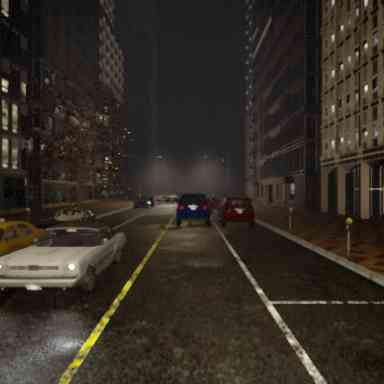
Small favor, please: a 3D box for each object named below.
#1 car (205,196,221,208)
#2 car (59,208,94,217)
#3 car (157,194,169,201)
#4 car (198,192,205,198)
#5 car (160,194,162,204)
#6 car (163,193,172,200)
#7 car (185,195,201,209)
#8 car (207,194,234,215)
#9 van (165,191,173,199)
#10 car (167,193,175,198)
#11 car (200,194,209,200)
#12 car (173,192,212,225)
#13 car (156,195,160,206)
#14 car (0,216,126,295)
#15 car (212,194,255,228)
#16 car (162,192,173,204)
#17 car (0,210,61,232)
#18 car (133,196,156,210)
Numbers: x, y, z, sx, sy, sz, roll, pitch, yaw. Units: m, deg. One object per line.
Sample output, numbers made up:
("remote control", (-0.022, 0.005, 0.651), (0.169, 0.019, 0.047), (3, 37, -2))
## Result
("car", (2.697, 1.234, 44.009), (1.752, 1.417, 4.829), (0, 0, 0))
("car", (-5.686, 1.452, 15.391), (2.008, 1.369, 4.403), (0, 0, 0))
("car", (-5.682, 1.098, 66.621), (2.008, 1.369, 4.403), (0, 0, 0))
("car", (2.701, 0.774, 95.065), (1.967, 1.590, 4.097), (0, 0, 0))
("car", (-5.683, 1.212, 55.235), (1.802, 1.307, 4.206), (0, 0, 0))
("car", (-5.681, 1.008, 78.005), (1.887, 1.381, 4.507), (0, 0, 0))
("car", (0.104, 1.234, 41.271), (1.837, 1.490, 4.892), (0, 1, 0))
("car", (2.697, 1.104, 32.454), (2.192, 1.841, 5.009), (0, 0, 0))
("van", (-5.680, 0.762, 83.696), (1.690, 1.788, 3.998), (0, 0, 0))
("car", (-5.681, 0.960, 89.390), (1.802, 1.307, 4.206), (0, 0, 0))
("car", (2.699, 1.071, 72.300), (1.947, 1.339, 4.313), (0, 0, 0))
("car", (0.101, 1.074, 22.637), (2.150, 2.045, 5.566), (0, 0, 0))
("car", (-5.684, 1.276, 43.853), (1.947, 1.339, 4.313), (0, 0, 0))
("car", (-3.100, 1.545, 8.708), (1.895, 1.301, 4.718), (0, 0, 0))
("car", (2.696, 1.179, 21.070), (2.192, 1.841, 5.009), (0, 0, 0))
("car", (-3.062, 1.145, 52.083), (2.128, 1.511, 4.902), (0, 0, 0))
("car", (-5.687, 1.465, 9.528), (1.752, 1.417, 4.829), (0, 0, 0))
("car", (-5.684, 1.301, 38.160), (2.008, 1.369, 4.403), (0, 0, 0))
